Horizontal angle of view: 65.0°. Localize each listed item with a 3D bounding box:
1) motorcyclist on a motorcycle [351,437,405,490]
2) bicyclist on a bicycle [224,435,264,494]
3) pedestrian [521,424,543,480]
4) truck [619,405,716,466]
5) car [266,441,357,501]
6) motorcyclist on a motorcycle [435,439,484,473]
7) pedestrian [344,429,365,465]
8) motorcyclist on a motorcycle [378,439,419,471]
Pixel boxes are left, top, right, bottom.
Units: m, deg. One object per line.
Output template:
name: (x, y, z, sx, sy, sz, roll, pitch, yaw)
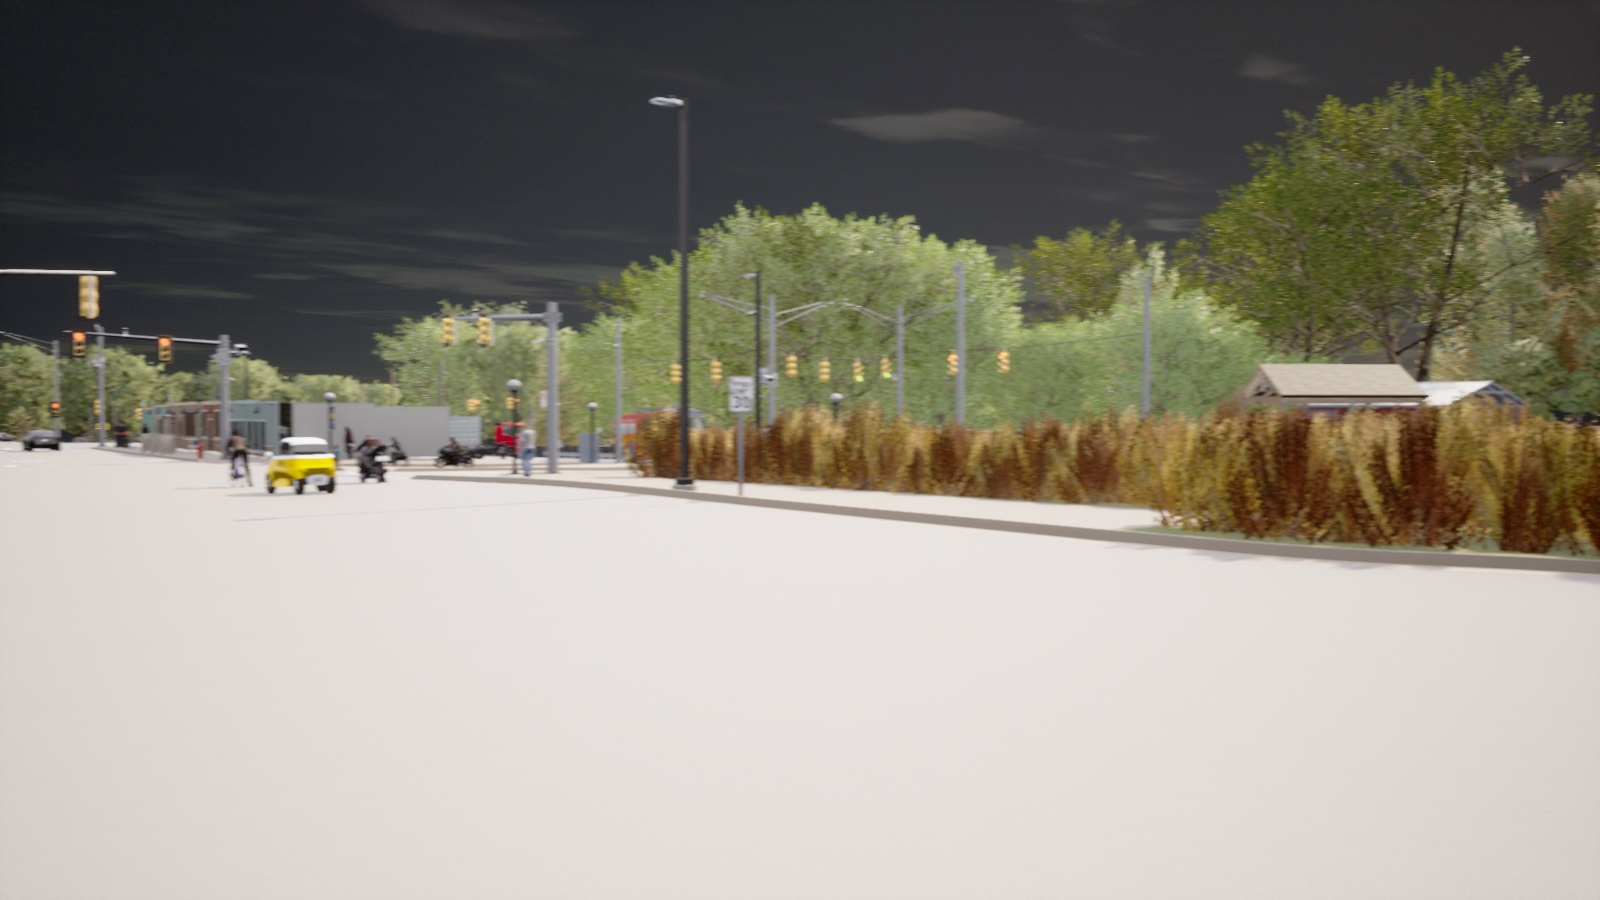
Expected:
motorcyclist on a motorcycle: (-12.692, 0.396, 37.736, 0.866, 1.530, 2.191, -2, 0, -36)
bicyclist on a bicycle: (-15.847, 0.414, 35.781, 0.582, 1.620, 1.656, -2, 0, -38)
pedestrian: (-8.889, 0.054, 41.693, 0.706, 1.836, 0.354, 1, 3, 43)
truck: (-9.045, -0.920, 84.708, 2.891, 3.827, 8.468, -2, 1, -32)
car: (-11.979, 0.481, 30.754, 1.481, 1.376, 2.207, -2, 1, -37)
motorcyclist on a motorcycle: (-15.716, 0.285, 58.003, 2.044, 1.523, 0.797, 0, 1, -42)
pedestrian: (-23.655, -0.171, 66.656, 0.899, 1.844, 0.634, -2, 2, -36)
motorcyclist on a motorcycle: (-20.394, 0.269, 63.799, 1.817, 1.590, 0.866, 0, 0, -34)
